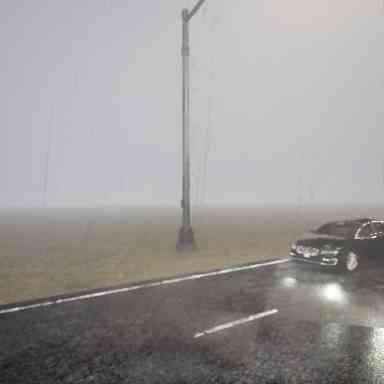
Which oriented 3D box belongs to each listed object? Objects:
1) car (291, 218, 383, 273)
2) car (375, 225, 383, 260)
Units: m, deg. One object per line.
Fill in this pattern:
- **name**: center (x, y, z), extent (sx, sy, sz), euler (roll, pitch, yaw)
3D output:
- **car**: center (5.479, 1.695, 11.582), extent (4.892, 1.490, 1.837), euler (0, -1, -35)
- **car**: center (7.094, 1.630, 8.743), extent (5.008, 1.535, 1.882), euler (0, -1, -35)
